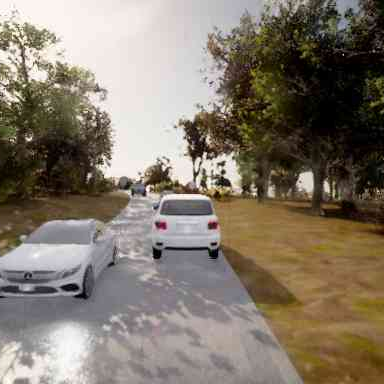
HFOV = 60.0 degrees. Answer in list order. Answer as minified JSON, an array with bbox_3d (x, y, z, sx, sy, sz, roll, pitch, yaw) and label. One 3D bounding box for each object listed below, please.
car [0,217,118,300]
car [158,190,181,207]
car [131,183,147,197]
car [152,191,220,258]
[{"bbox_3d":[-3.044,1.413,8.282,1.812,1.442,4.674,2,1,-2],"label":"car"},{"bbox_3d":[-2.539,0.639,35.930,2.033,1.411,5.357,2,2,-8],"label":"car"},{"bbox_3d":[-8.166,-0.343,51.111,2.150,2.045,5.566,2,1,-12],"label":"car"},{"bbox_3d":[-0.279,1.102,12.439,2.150,2.045,5.566,1,1,-3],"label":"car"}]
